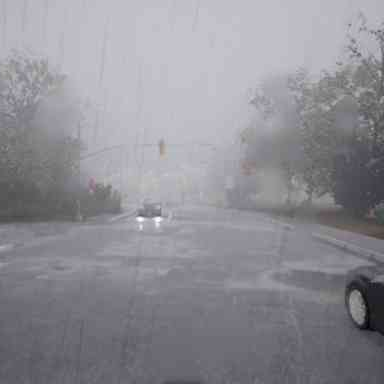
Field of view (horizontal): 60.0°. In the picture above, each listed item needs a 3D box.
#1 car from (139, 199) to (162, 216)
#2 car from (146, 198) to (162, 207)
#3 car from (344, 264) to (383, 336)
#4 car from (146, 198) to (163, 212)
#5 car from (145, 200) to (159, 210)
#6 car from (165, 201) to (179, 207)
[{"bbox_3d":[-4.127,1.473,33.517,2.097,1.767,4.553,0,-1,-4],"label":"car"},{"bbox_3d":[-8.180,2.290,72.028,2.097,1.767,4.553,0,-1,-25],"label":"car"},{"bbox_3d":[3.603,1.510,3.963,1.837,1.490,4.892,0,0,0],"label":"car"},{"bbox_3d":[-4.982,1.637,43.571,2.097,1.767,4.553,0,-1,-7],"label":"car"},{"bbox_3d":[-6.564,2.073,54.067,2.033,1.411,5.357,0,-1,-11],"label":"car"},{"bbox_3d":[-4.494,2.504,72.206,1.895,1.301,4.718,0,-1,-22],"label":"car"}]
